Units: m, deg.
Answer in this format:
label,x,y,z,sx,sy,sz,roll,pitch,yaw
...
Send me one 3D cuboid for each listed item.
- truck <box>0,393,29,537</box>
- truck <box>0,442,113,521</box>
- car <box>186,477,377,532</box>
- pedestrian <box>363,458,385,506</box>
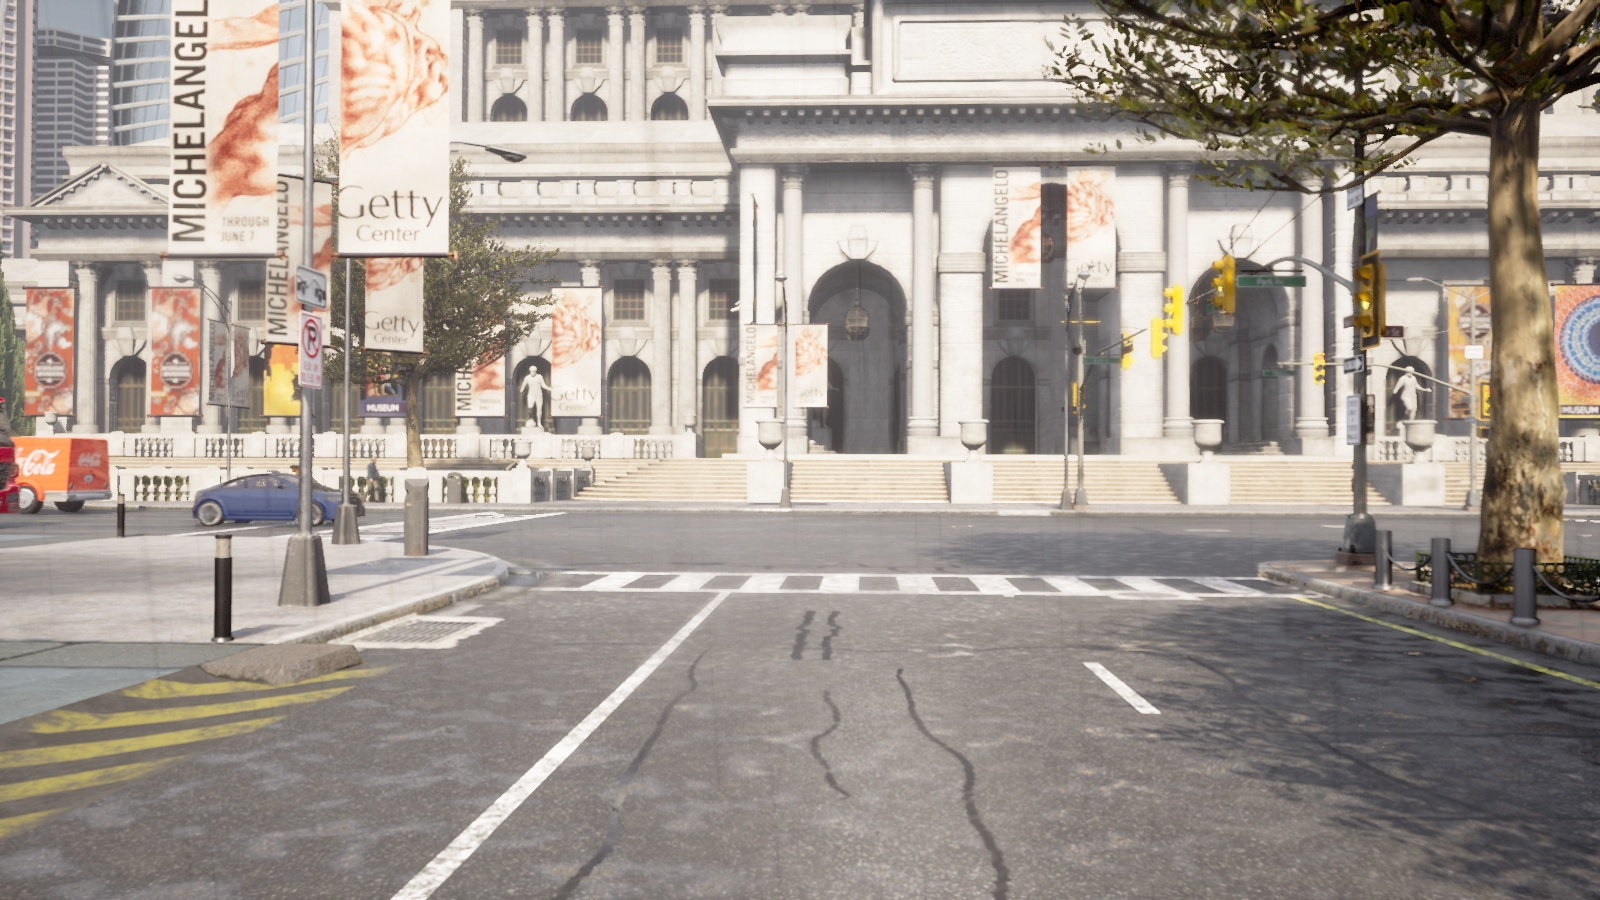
label,x,y,z,sx,sy,sz,roll,pitch,yaw
truck,-23.202,0.358,29.931,7.936,3.462,2.891,0,-1,2
truck,-25.478,1.015,40.534,5.204,2.467,2.627,0,-1,2
car,-13.548,1.409,32.975,4.181,1.385,1.994,0,-1,3
pedestrian,-16.385,1.236,48.301,0.726,1.842,0.402,-1,-1,21
